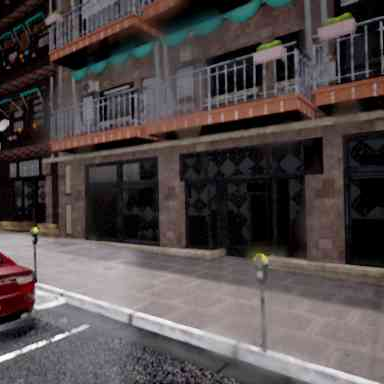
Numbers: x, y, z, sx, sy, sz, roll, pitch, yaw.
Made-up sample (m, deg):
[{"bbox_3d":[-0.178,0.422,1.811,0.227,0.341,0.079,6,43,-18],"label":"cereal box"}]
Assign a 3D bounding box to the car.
[{"bbox_3d":[-4.667,1.532,6.079,4.507,1.381,1.887,0,-1,36],"label":"car"}]
